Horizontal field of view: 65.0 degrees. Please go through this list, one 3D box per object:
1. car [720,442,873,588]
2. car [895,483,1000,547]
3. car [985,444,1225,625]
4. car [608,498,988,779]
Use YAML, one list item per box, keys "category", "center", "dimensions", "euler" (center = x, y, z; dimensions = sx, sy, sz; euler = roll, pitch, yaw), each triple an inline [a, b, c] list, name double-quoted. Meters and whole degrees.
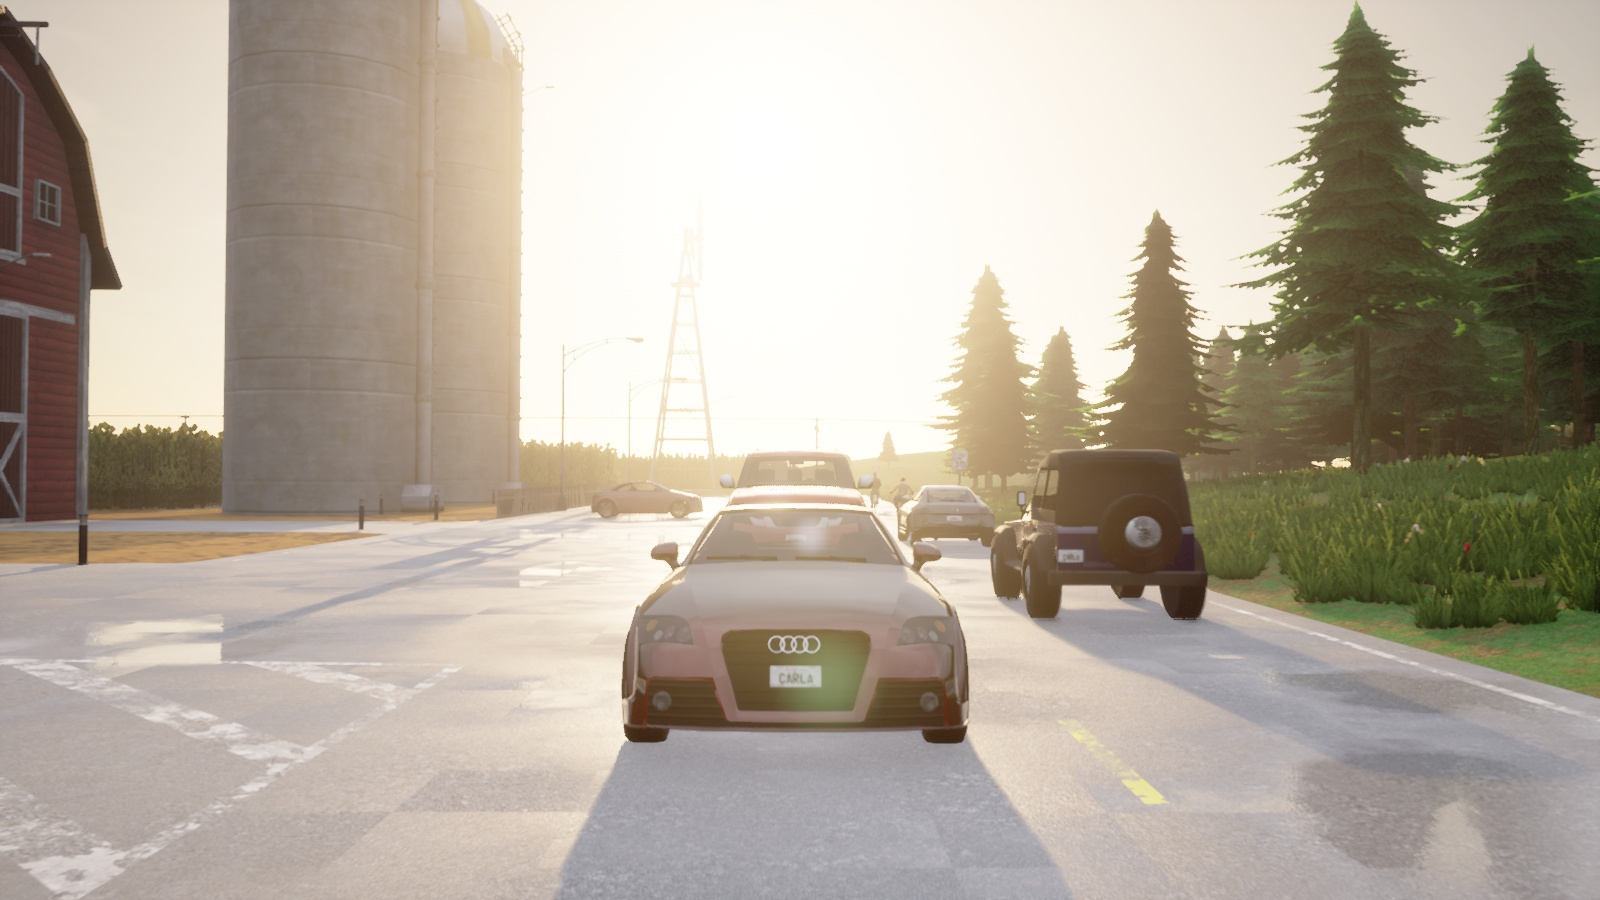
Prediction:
- category: "car"
  center: [-0.052, 0.976, 20.518]
  dimensions: [2.150, 2.045, 5.566]
  euler: [0, -1, 0]
- category: "car"
  center: [3.428, 1.507, 29.934]
  dimensions: [1.994, 1.385, 4.181]
  euler: [0, -1, 0]
- category: "car"
  center: [3.462, 0.922, 15.013]
  dimensions: [1.905, 1.878, 3.866]
  euler: [0, -1, 0]
- category: "car"
  center: [-0.023, 1.070, 8.699]
  dimensions: [1.994, 1.385, 4.181]
  euler: [0, -1, 0]
